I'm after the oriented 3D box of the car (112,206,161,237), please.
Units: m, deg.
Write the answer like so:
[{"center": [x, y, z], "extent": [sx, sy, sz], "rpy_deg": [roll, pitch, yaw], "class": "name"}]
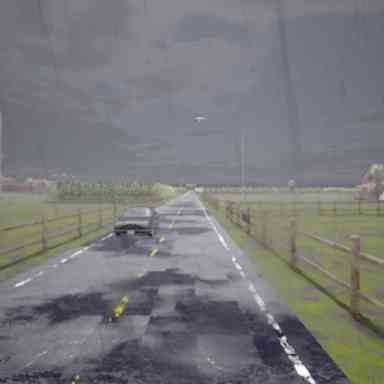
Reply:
[{"center": [-2.790, 1.486, 17.998], "extent": [2.033, 1.411, 5.357], "rpy_deg": [0, 0, 1], "class": "car"}]
